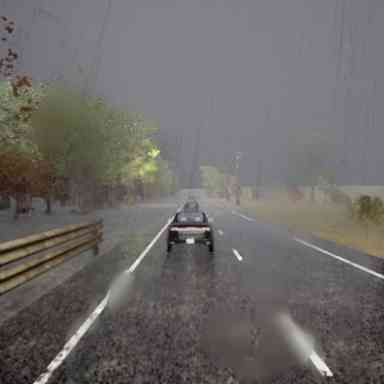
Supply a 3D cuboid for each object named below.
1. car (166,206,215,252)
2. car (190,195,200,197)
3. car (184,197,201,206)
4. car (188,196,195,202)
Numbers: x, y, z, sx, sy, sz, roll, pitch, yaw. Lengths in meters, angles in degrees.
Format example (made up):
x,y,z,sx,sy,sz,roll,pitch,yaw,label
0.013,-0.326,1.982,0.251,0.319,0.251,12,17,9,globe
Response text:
x,y,z,sx,sy,sz,roll,pitch,yaw,label
-0.059,1.586,14.474,2.128,1.511,4.902,0,0,0,car
-0.053,1.743,65.305,2.097,1.767,4.553,0,0,0,car
-0.055,1.765,44.388,2.128,1.511,4.902,0,0,0,car
-0.047,2.018,95.490,1.882,1.535,5.008,0,0,0,car
